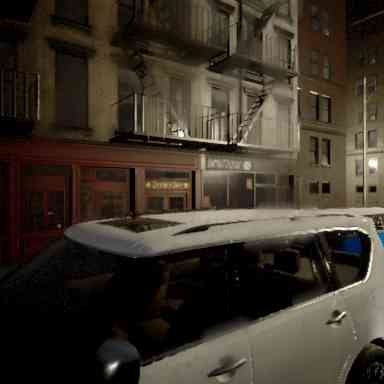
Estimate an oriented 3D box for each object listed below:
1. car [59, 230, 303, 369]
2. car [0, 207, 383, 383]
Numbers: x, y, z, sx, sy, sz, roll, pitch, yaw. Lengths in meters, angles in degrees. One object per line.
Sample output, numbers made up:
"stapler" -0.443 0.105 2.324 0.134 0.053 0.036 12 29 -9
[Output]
"car" -0.029 1.582 6.160 4.206 1.307 1.802 0 0 -35
"car" -0.304 1.221 2.840 5.566 2.045 2.150 0 0 -35
